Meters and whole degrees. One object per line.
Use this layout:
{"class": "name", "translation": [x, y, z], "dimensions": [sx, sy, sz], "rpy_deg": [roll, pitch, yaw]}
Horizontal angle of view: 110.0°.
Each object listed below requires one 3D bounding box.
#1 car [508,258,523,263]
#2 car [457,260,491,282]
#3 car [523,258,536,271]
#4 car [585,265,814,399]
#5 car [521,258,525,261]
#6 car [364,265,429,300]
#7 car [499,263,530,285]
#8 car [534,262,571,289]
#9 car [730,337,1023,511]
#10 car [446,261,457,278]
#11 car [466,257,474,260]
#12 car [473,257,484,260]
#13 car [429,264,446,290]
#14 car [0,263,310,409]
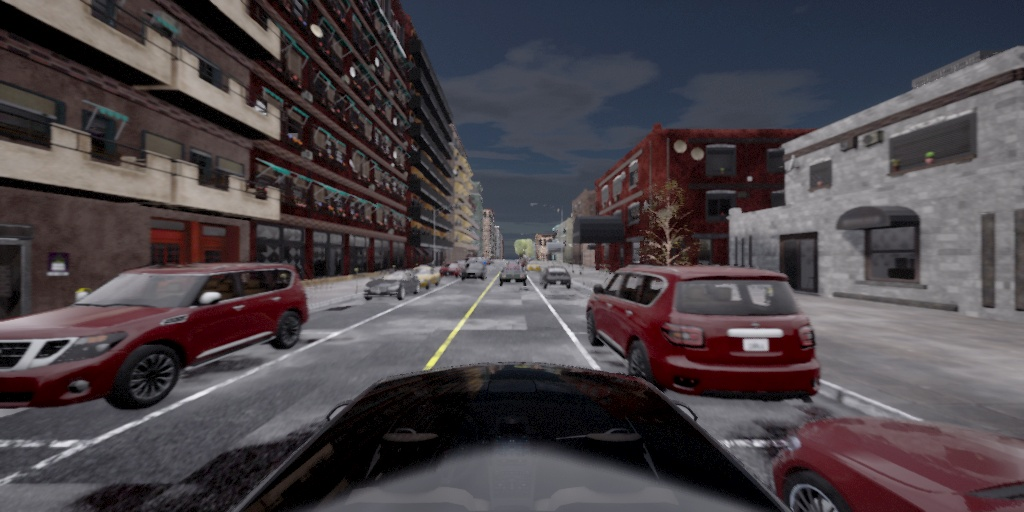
{"class": "car", "translation": [0.104, 1.353, 49.004], "dimensions": [1.994, 1.385, 4.181], "rpy_deg": [0, 0, 0]}
{"class": "car", "translation": [-3.045, 1.274, 29.567], "dimensions": [1.837, 1.490, 4.892], "rpy_deg": [0, -1, 0]}
{"class": "car", "translation": [2.696, 1.310, 45.293], "dimensions": [1.751, 1.417, 4.829], "rpy_deg": [0, 0, 0]}
{"class": "car", "translation": [2.691, 1.066, 6.349], "dimensions": [2.192, 1.841, 5.009], "rpy_deg": [0, 0, 0]}
{"class": "car", "translation": [2.696, 1.343, 50.662], "dimensions": [2.007, 1.370, 4.403], "rpy_deg": [0, 0, 0]}
{"class": "car", "translation": [-5.688, 1.308, 17.428], "dimensions": [2.007, 1.370, 4.403], "rpy_deg": [0, 0, 0]}
{"class": "car", "translation": [0.080, 1.365, 25.664], "dimensions": [1.895, 1.301, 4.718], "rpy_deg": [0, 0, 0]}
{"class": "car", "translation": [2.693, 1.312, 22.966], "dimensions": [2.007, 1.370, 4.403], "rpy_deg": [0, 0, 0]}
{"class": "car", "translation": [2.690, 1.332, 0.810], "dimensions": [1.802, 1.307, 4.207], "rpy_deg": [0, 0, 0]}
{"class": "car", "translation": [-5.687, 1.317, 34.046], "dimensions": [1.888, 1.381, 4.507], "rpy_deg": [0, 0, 0]}
{"class": "car", "translation": [-5.686, 1.218, 39.584], "dimensions": [1.967, 1.591, 4.097], "rpy_deg": [0, 0, 0]}
{"class": "car", "translation": [-5.685, 1.107, 50.663], "dimensions": [2.192, 1.841, 5.009], "rpy_deg": [0, 0, 0]}
{"class": "car", "translation": [-5.688, 1.286, 22.797], "dimensions": [1.751, 1.417, 4.829], "rpy_deg": [0, 0, 0]}
{"class": "car", "translation": [-5.690, 1.066, 6.350], "dimensions": [2.192, 1.841, 5.009], "rpy_deg": [0, 0, 0]}
